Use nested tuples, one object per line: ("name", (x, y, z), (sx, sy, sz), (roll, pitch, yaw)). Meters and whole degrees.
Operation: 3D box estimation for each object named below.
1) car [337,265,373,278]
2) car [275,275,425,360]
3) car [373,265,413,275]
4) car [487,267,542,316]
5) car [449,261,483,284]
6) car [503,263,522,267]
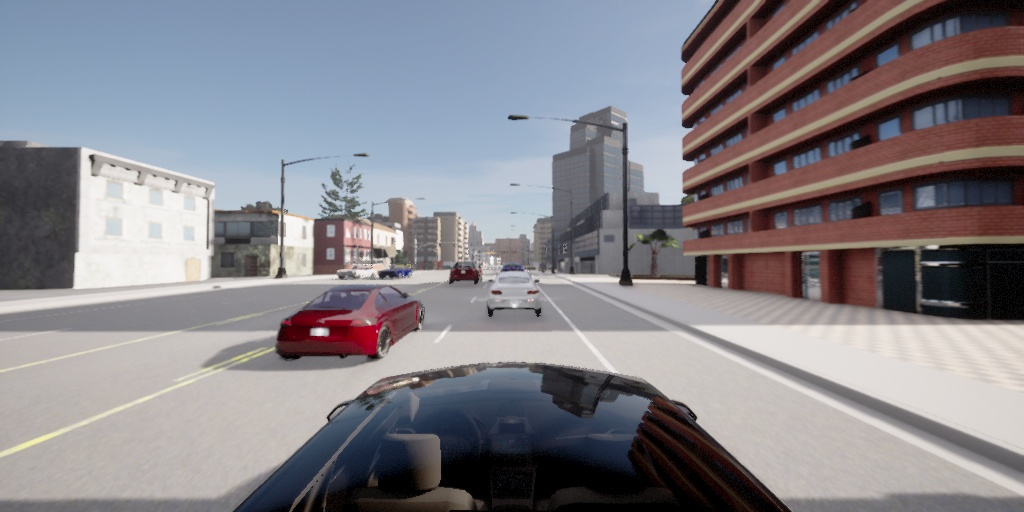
("car", (-14.156, 1.497, 32.918), (1.895, 1.301, 4.718), (0, -1, 0))
("car", (-3.426, 1.329, 8.400), (1.994, 1.385, 4.181), (0, 0, 0))
("car", (-10.656, 1.494, 32.942), (1.895, 1.301, 4.718), (0, -1, 0))
("car", (0.075, 1.295, 13.455), (1.812, 1.442, 4.674), (0, 0, 0))
("car", (-3.456, 1.168, 27.579), (2.097, 1.767, 4.553), (0, -1, 0))
("car", (0.044, 1.308, 29.393), (1.882, 1.535, 5.008), (0, -1, 0))
